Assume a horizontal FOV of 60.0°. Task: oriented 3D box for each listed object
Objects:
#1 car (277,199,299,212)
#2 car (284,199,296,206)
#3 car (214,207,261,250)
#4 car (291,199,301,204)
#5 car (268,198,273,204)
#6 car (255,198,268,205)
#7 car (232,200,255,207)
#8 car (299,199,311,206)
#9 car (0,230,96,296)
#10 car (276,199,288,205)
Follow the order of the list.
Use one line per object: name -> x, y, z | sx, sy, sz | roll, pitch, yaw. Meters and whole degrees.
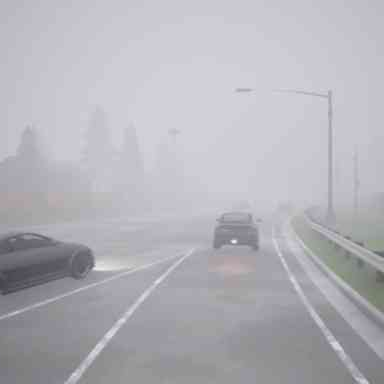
car -> 13.633, 2.088, 47.802 | 2.033, 1.411, 5.357 | 0, -1, 24
car -> 22.100, 2.328, 75.167 | 1.882, 1.535, 5.008 | 0, -1, 24
car -> 2.124, 1.673, 15.292 | 1.837, 1.490, 4.892 | 0, 0, 11
car -> 26.419, 2.430, 84.682 | 1.895, 1.301, 4.718 | 0, -1, 24
car -> 20.032, 2.369, 87.548 | 2.128, 1.511, 4.902 | 0, -1, 24
car -> 15.726, 2.337, 78.060 | 1.882, 1.535, 5.008 | 0, -1, 24
car -> 7.656, 2.052, 51.571 | 2.128, 1.511, 4.902 | 0, -1, 24
car -> 25.061, 2.365, 73.222 | 1.812, 1.442, 4.674 | 0, -1, 24
car -> -4.341, 1.636, 8.205 | 1.994, 1.385, 4.181 | 0, -1, 24
car -> 23.501, 2.516, 86.723 | 2.033, 1.411, 5.357 | 0, -1, 24
